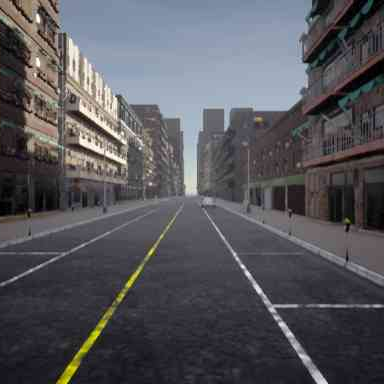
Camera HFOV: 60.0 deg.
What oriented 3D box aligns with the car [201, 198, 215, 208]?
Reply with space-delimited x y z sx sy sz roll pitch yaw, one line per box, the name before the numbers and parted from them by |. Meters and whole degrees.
car | 2.352 1.544 48.659 1.812 1.442 4.674 0 0 0
